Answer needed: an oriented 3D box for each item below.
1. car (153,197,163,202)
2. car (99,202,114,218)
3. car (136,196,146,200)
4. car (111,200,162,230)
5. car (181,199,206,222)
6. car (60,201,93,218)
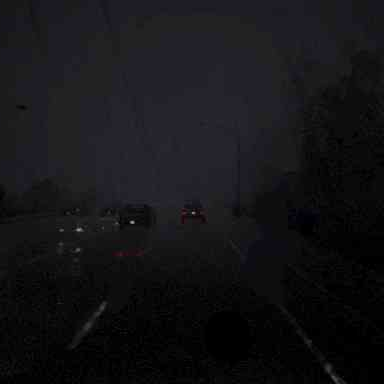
[{"bbox_3d":[-7.315,1.650,71.533,1.895,1.301,4.718,0,0,-3],"label":"car"},{"bbox_3d":[-7.091,1.589,30.402,1.994,1.385,4.181,0,0,0],"label":"car"},{"bbox_3d":[-10.807,1.579,71.299,1.812,1.442,4.674,0,0,-3],"label":"car"},{"bbox_3d":[-3.398,1.509,21.432,2.128,1.511,4.902,0,0,0],"label":"car"},{"bbox_3d":[0.104,1.569,26.515,2.033,1.411,5.357,0,0,0],"label":"car"},{"bbox_3d":[-10.591,1.551,30.829,1.812,1.442,4.674,0,0,0],"label":"car"}]
